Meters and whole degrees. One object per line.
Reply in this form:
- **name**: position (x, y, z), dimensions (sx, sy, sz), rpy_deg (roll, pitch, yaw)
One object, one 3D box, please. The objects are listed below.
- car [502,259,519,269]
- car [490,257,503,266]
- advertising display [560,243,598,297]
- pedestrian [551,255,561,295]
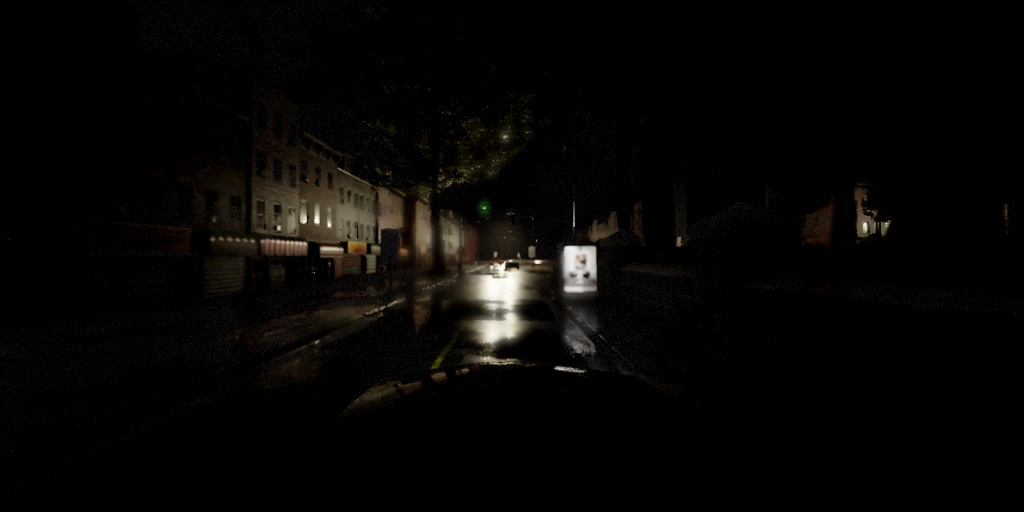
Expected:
- **car**: position (0.042, 1.137, 49.016), dimensions (1.895, 1.301, 4.718), rpy_deg (0, 0, 0)
- **car**: position (-2.783, 1.015, 63.358), dimensions (1.812, 1.442, 4.674), rpy_deg (0, 0, 0)
- **advertising display**: position (3.008, 0.708, 15.790), dimensions (1.540, 2.440, 0.280), rpy_deg (0, 0, 0)
- **pedestrian**: position (1.953, 0.820, 16.253), dimensions (0.375, 1.860, 0.375), rpy_deg (1, 0, -10)
